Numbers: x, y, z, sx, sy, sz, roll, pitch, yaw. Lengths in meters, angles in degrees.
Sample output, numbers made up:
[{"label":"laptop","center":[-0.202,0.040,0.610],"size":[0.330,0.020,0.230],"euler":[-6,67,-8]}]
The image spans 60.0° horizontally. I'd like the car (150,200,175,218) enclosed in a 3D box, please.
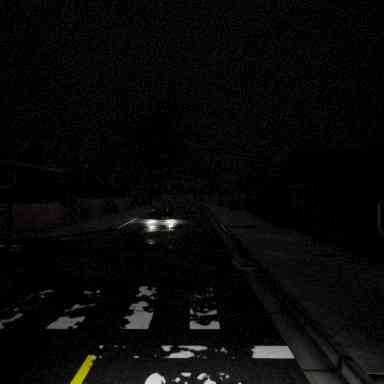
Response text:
[{"label":"car","center":[-2.621,1.515,30.086],"size":[1.882,1.535,5.008],"euler":[0,0,0]}]
